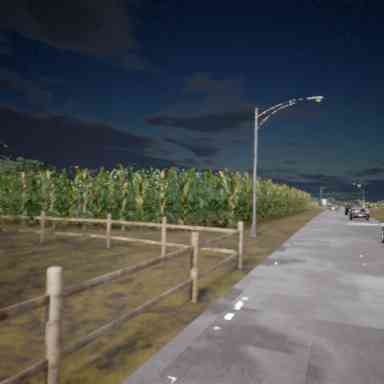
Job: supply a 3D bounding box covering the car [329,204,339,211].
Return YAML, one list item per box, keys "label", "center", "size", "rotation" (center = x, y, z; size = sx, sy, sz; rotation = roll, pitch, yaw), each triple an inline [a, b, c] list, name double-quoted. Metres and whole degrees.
- label: "car"
  center: [29.834, 3.291, 70.155]
  size: [2.128, 1.511, 4.902]
  rotation: [1, -1, 23]

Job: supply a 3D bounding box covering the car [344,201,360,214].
- label: "car"
  center: [23.515, 2.407, 48.587]
  size: [2.150, 2.045, 5.566]
  rotation: [1, -1, 23]

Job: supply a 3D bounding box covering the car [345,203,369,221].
- label: "car"
  center: [18.399, 2.320, 36.692]
  size: [2.128, 1.511, 4.902]
  rotation: [1, -1, 24]

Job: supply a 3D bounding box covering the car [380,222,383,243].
- label: "car"
  center: [10.150, 1.883, 15.594]
  size: [1.837, 1.490, 4.892]
  rotation: [1, -1, 23]
